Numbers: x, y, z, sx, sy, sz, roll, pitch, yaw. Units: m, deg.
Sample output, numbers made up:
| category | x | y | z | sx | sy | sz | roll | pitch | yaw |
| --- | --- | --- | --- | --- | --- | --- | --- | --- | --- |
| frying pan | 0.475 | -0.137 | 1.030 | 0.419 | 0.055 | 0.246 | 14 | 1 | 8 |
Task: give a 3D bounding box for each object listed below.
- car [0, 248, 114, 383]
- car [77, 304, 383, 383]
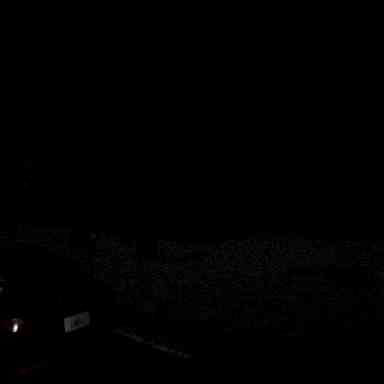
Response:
| category | x | y | z | sx | sy | sz | roll | pitch | yaw |
| --- | --- | --- | --- | --- | --- | --- | --- | --- | --- |
| car | -3.045 | 1.560 | 5.137 | 4.313 | 1.339 | 1.947 | 0 | 0 | 35 |
| car | 1.528 | 1.566 | 1.874 | 4.313 | 1.339 | 1.947 | 0 | 0 | 35 |
